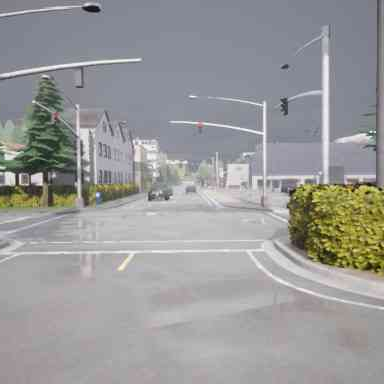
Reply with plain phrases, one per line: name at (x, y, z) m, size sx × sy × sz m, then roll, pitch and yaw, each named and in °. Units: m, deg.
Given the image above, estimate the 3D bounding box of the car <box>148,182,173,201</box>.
car at (-3.732, -0.110, 38.269) m, size 2.150 × 2.045 × 5.566 m, roll -1°, pitch 2°, yaw 0°

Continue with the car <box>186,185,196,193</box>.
car at (-0.188, -0.580, 58.690) m, size 2.128 × 1.511 × 4.902 m, roll -1°, pitch 2°, yaw 0°

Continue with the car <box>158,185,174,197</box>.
car at (-3.748, -0.176, 48.429) m, size 1.837 × 1.490 × 4.892 m, roll -1°, pitch 2°, yaw 0°

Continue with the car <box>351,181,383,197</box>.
car at (22.247, -0.462, 42.099) m, size 1.932 × 1.855 × 4.605 m, roll -1°, pitch 2°, yaw 0°

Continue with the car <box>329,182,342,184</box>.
car at (25.289, -1.035, 59.490) m, size 2.152 × 1.636 × 5.027 m, roll -1°, pitch 2°, yaw 0°

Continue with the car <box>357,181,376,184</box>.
car at (19.005, -0.176, 34.217) m, size 1.905 × 1.878 × 3.866 m, roll -1°, pitch 2°, yaw 0°

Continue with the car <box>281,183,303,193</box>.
car at (15.252, -0.525, 52.074) m, size 2.007 × 1.523 × 4.514 m, roll -1°, pitch 2°, yaw 0°
